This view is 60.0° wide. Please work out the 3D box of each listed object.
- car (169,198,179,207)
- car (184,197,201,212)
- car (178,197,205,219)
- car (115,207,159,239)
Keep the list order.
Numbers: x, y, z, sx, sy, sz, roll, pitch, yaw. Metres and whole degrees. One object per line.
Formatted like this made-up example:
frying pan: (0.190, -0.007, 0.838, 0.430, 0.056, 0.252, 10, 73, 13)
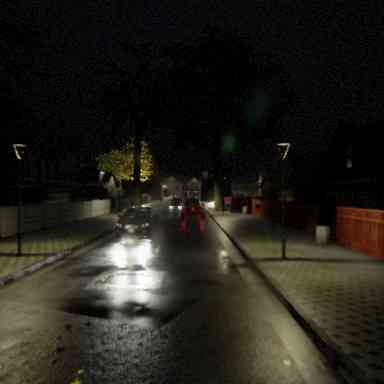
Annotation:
car: (-2.834, 1.758, 58.451, 1.837, 1.490, 4.892, 0, 0, 1)
car: (0.064, 1.539, 42.360, 2.097, 1.767, 4.553, 0, 0, 0)
car: (0.076, 1.492, 31.171, 2.097, 1.767, 4.553, 0, 0, 0)
car: (-2.860, 1.574, 18.085, 2.128, 1.511, 4.902, 0, 0, 0)
